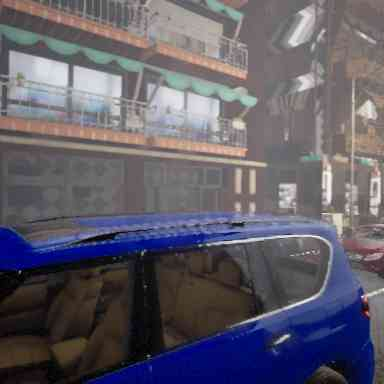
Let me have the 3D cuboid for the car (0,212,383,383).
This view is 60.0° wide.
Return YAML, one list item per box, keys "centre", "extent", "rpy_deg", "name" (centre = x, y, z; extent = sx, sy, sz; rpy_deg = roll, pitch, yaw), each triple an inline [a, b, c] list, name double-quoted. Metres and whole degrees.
- centre: [-0.866, 1.227, 2.453]
  extent: [5.566, 2.045, 2.150]
  rpy_deg: [1, 0, -35]
  name: "car"

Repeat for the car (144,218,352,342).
- centre: [1.300, 1.487, 7.016]
  extent: [4.097, 1.590, 1.967]
  rpy_deg: [1, 0, -36]
  name: "car"
